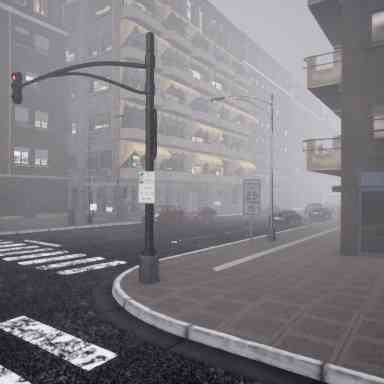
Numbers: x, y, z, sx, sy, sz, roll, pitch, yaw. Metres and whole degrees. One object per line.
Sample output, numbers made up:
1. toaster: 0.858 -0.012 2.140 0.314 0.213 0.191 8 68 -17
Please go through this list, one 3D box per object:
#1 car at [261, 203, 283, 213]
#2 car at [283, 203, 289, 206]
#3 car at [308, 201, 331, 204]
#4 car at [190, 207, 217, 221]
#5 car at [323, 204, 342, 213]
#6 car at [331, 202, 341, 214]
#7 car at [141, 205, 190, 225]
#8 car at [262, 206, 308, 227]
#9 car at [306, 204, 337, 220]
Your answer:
1. car: 10.616 2.328 46.135 1.887 1.381 4.507 -1 -1 35
2. car: 13.755 2.406 50.658 1.752 1.417 4.829 -1 -1 35
3. car: 16.746 2.213 44.850 2.097 1.767 4.553 0 -1 35
4. car: 0.911 2.064 32.150 1.802 1.307 4.206 -1 -1 35
5. car: 22.538 2.640 53.193 1.895 1.301 4.718 0 -1 35
6. car: 20.779 2.460 46.197 1.752 1.417 4.829 -1 -2 35
7. car: -2.324 1.822 27.492 1.967 1.590 4.097 -1 -1 35
8. car: 7.740 2.096 27.409 1.947 1.339 4.313 -1 -2 35
9. car: 14.211 2.297 36.733 1.947 1.339 4.313 -1 -2 35
